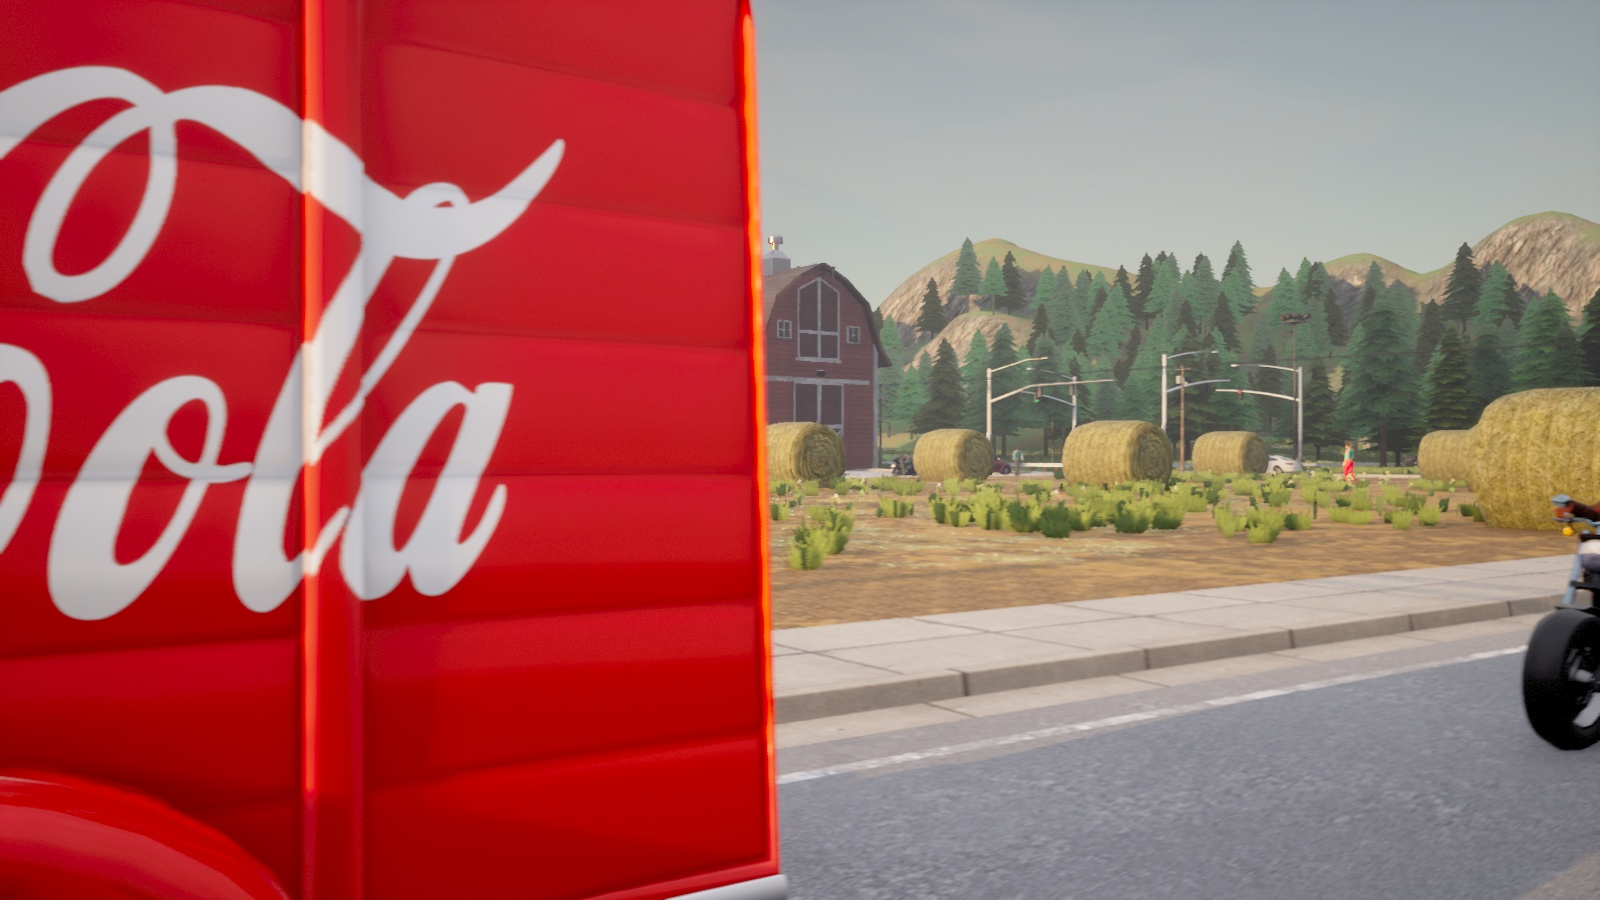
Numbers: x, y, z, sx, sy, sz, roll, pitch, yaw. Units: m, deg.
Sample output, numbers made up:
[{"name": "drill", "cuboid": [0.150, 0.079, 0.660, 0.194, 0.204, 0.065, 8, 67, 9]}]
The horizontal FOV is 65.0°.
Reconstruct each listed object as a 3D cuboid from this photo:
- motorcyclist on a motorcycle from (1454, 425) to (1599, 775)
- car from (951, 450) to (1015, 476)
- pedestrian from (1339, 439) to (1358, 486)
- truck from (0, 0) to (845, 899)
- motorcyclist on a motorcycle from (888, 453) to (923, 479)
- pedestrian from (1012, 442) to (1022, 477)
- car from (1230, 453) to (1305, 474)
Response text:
[{"name": "motorcyclist on a motorcycle", "cuboid": [4.562, 0.702, 6.831, 2.350, 1.649, 0.766, 0, 0, -35]}, {"name": "car", "cuboid": [11.839, 0.821, 81.275, 3.988, 1.617, 1.851, 0, 0, -39]}, {"name": "pedestrian", "cuboid": [21.555, 0.480, 49.344, 0.345, 1.836, 0.594, 0, 0, -29]}, {"name": "truck", "cuboid": [-2.811, 0.268, 1.709, 5.204, 2.467, 2.627, 0, 0, -35]}, {"name": "motorcyclist on a motorcycle", "cuboid": [6.475, 0.962, 76.989, 2.191, 1.530, 0.866, 0, 0, -39]}, {"name": "pedestrian", "cuboid": [12.181, 0.542, 70.479, 0.396, 1.930, 0.692, 0, 0, -7]}, {"name": "car", "cuboid": [32.727, 0.951, 87.999, 1.812, 1.442, 4.674, 0, 0, -38]}]
